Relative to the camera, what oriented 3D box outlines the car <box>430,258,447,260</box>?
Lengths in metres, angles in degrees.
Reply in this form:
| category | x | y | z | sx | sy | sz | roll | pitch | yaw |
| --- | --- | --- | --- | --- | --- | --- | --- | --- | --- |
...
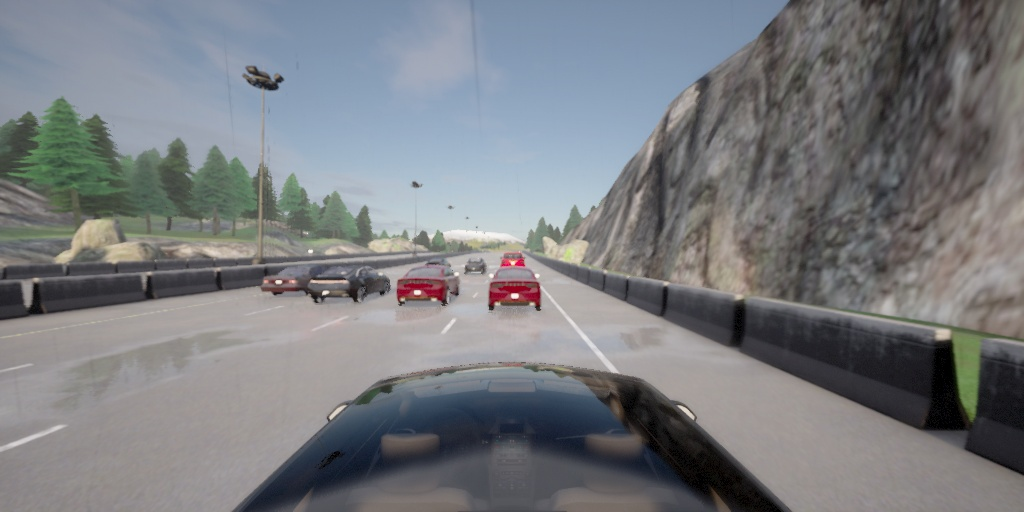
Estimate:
| category | x | y | z | sx | sy | sz | roll | pitch | yaw |
| --- | --- | --- | --- | --- | --- | --- | --- | --- | --- |
| car | -6.913 | 0.920 | 34.066 | 1.837 | 1.490 | 4.892 | 0 | 1 | 0 |

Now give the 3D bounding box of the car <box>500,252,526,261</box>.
| category | x | y | z | sx | sy | sz | roll | pitch | yaw |
| --- | --- | --- | --- | --- | --- | --- | --- | --- | --- |
| car | 0.088 | 0.658 | 32.545 | 2.150 | 2.045 | 5.566 | 0 | 1 | 0 |

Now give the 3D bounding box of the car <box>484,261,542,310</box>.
| category | x | y | z | sx | sy | sz | roll | pitch | yaw |
| --- | --- | --- | --- | --- | --- | --- | --- | --- | --- |
| car | 0.096 | 1.140 | 14.247 | 1.882 | 1.535 | 5.008 | 0 | 0 | 0 |

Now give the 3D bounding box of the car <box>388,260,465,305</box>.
| category | x | y | z | sx | sy | sz | roll | pitch | yaw |
| --- | --- | --- | --- | --- | --- | --- | --- | --- | --- |
| car | -3.405 | 1.131 | 15.380 | 1.882 | 1.535 | 5.008 | 0 | 1 | 0 |

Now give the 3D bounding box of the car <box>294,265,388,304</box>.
| category | x | y | z | sx | sy | sz | roll | pitch | yaw |
| --- | --- | --- | --- | --- | --- | --- | --- | --- | --- |
| car | -6.905 | 1.144 | 15.690 | 2.128 | 1.511 | 4.902 | 0 | 1 | 0 |

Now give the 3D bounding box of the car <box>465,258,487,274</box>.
| category | x | y | z | sx | sy | sz | roll | pitch | yaw |
| --- | --- | --- | --- | --- | --- | --- | --- | --- | --- |
| car | -3.413 | 0.900 | 34.400 | 2.128 | 1.511 | 4.902 | 0 | 1 | 0 |

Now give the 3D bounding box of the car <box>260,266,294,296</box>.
| category | x | y | z | sx | sy | sz | roll | pitch | yaw |
| --- | --- | --- | --- | --- | --- | --- | --- | --- | --- |
| car | -10.406 | 1.173 | 18.501 | 2.033 | 1.411 | 5.357 | 0 | 1 | 0 |
